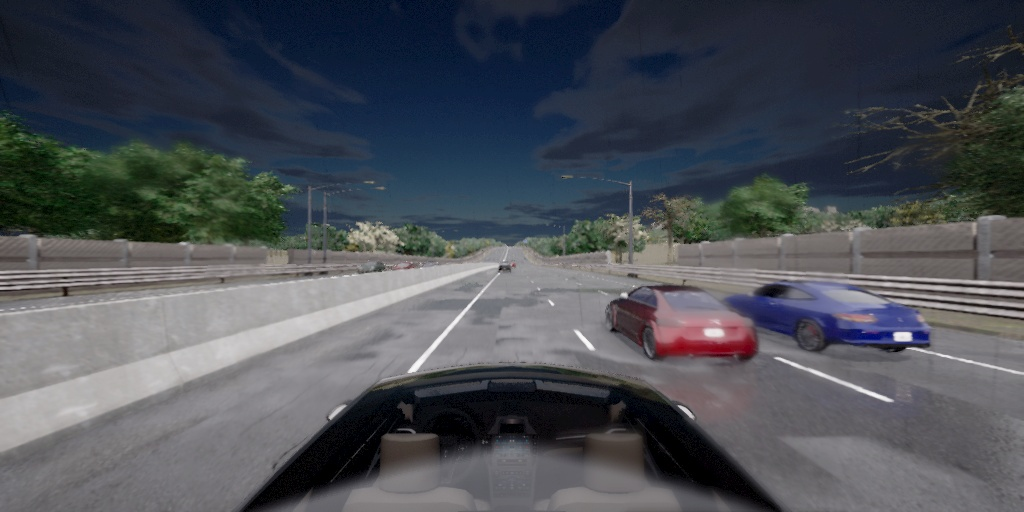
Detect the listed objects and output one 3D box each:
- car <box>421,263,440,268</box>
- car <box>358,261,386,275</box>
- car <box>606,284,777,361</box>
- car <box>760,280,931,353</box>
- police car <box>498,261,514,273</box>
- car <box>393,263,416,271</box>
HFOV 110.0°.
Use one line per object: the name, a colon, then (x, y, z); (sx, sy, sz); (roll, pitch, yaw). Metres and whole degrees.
car: (-10.576, 1.614, 47.046); (2.128, 1.511, 4.902); (0, -1, 1)
car: (-17.585, 1.454, 45.210); (2.097, 1.767, 4.553); (0, -1, 0)
car: (3.596, 1.344, 8.376); (1.994, 1.385, 4.181); (0, 0, 0)
car: (7.096, 1.309, 8.818); (1.812, 1.442, 4.674); (0, 0, 0)
police car: (-1.084, 1.629, 53.754); (1.930, 1.638, 5.238); (0, -1, 0)
car: (-14.073, 1.601, 47.209); (1.882, 1.535, 5.008); (0, -1, 1)
